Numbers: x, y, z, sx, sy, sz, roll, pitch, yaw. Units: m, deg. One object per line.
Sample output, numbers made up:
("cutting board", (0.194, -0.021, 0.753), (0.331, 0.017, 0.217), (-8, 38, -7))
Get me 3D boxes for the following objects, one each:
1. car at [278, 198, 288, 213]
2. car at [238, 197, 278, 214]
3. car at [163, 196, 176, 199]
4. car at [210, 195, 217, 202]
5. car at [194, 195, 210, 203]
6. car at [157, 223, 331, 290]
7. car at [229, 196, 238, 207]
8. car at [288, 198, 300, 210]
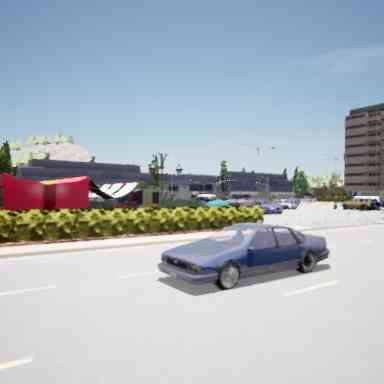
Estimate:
("car", (11.087, 1.822, 46.921), (1.784, 1.438, 3.905), (1, 0, -35))
("car", (8.913, 1.580, 45.351), (1.932, 1.855, 4.605), (1, 0, -35))
("car", (-4.234, 1.509, 54.559), (1.932, 1.855, 4.605), (1, 0, -35))
("car", (4.265, 1.763, 81.765), (1.932, 1.855, 4.605), (1, 0, -35))
("car", (1.857, 1.732, 80.159), (1.905, 1.878, 3.866), (1, 0, -35))
("car", (1.732, 1.622, 9.479), (5.357, 1.411, 2.033), (1, 0, -35))
("car", (9.592, 1.948, 64.266), (1.970, 1.475, 3.806), (1, 0, -35))
("car", (13.465, 1.887, 48.571), (1.970, 1.475, 3.806), (1, 0, -35))
